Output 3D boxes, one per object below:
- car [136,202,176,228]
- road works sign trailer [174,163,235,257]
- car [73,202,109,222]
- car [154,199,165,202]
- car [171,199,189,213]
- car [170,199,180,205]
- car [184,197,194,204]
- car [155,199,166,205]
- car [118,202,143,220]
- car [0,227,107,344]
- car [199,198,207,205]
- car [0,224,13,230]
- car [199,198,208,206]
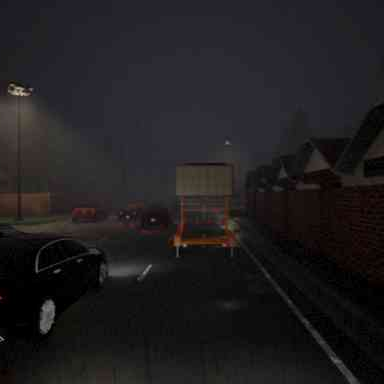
[{"bbox_3d":[-2.537,1.765,24.746,1.882,1.535,5.008,0,-1,2],"label":"car"},{"bbox_3d":[0.494,0.611,13.601,2.380,3.560,2.880,0,-1,2],"label":"road works sign trailer"},{"bbox_3d":[-9.336,1.749,31.021,2.097,1.767,4.553,0,-1,2],"label":"car"},{"bbox_3d":[-5.196,2.114,50.944,1.812,1.442,4.674,0,-1,2],"label":"car"},{"bbox_3d":[-1.904,2.041,44.117,2.033,1.411,5.357,0,-1,2],"label":"car"},{"bbox_3d":[-4.207,2.482,83.884,2.033,1.411,5.357,0,-1,2],"label":"car"},{"bbox_3d":[-0.833,2.104,80.056,2.150,2.045,5.566,0,-1,2],"label":"car"},{"bbox_3d":[-7.746,2.491,82.747,2.033,1.411,5.357,0,-1,2],"label":"car"},{"bbox_3d":[-5.783,1.993,32.560,1.895,1.301,4.718,0,-1,2],"label":"car"},{"bbox_3d":[-3.129,1.598,6.633,1.837,1.490,4.892,0,-1,2],"label":"car"},{"bbox_3d":[2.693,2.253,80.745,2.033,1.411,5.357,0,-1,2],"label":"car"},{"bbox_3d":[-6.509,1.702,10.316,2.033,1.411,5.357,0,-1,2],"label":"car"},{"bbox_3d":[2.353,2.242,70.331,1.837,1.490,4.892,0,-1,2],"label":"car"}]
